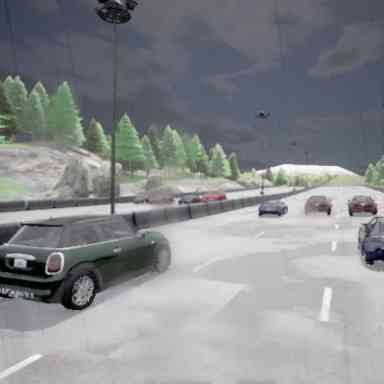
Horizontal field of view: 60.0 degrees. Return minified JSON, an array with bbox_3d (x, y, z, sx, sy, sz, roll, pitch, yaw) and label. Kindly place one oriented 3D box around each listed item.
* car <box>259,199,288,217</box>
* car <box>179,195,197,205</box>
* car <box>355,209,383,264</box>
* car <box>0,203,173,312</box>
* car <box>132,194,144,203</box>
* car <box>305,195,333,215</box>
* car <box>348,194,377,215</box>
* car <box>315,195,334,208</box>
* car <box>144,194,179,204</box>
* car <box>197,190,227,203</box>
[{"bbox_3d":[7.160,1.324,29.051,1.994,1.385,4.181,0,1,24],"label":"car"},{"bbox_3d":[-0.109,1.107,47.279,2.033,1.411,5.357,0,1,25],"label":"car"},{"bbox_3d":[6.743,1.493,11.125,1.994,1.385,4.181,0,0,24],"label":"car"},{"bbox_3d":[-2.303,1.333,8.109,2.097,1.767,4.553,0,0,24],"label":"car"},{"bbox_3d":[-6.907,1.094,49.254,1.837,1.490,4.892,0,1,25],"label":"car"},{"bbox_3d":[11.432,1.069,30.000,2.097,1.767,4.553,0,1,24],"label":"car"},{"bbox_3d":[14.999,1.049,29.401,2.097,1.767,4.553,0,1,24],"label":"car"},{"bbox_3d":[15.909,1.136,39.919,1.895,1.301,4.718,0,1,24],"label":"car"},{"bbox_3d":[-4.225,1.081,46.716,1.882,1.535,5.008,0,1,25],"label":"car"},{"bbox_3d":[3.139,0.776,45.966,2.150,2.045,5.566,0,1,25],"label":"car"}]
